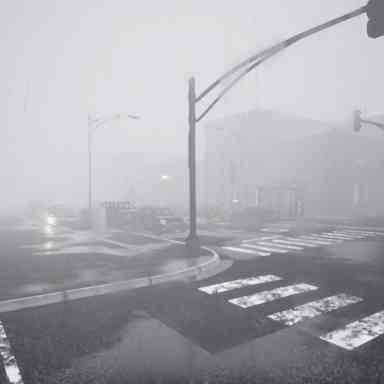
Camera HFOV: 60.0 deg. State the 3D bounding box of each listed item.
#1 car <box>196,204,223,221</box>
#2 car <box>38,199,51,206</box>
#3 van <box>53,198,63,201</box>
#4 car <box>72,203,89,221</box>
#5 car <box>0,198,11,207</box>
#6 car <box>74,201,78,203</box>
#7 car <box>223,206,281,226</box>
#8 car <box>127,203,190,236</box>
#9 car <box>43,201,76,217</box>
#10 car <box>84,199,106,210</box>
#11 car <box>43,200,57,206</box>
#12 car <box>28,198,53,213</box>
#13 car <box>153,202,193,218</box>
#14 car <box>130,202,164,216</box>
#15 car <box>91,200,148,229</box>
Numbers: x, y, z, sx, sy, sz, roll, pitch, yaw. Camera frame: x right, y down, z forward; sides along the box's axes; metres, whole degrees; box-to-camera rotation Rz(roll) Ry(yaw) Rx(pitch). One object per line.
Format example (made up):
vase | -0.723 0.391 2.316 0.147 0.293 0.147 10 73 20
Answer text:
car | 1.276 1.753 29.903 1.752 1.417 4.829 -1 0 -36
car | -35.549 2.495 80.018 1.752 1.417 4.829 -1 0 -36
van | -28.758 2.173 70.769 1.690 1.788 3.998 -1 0 -36
car | -8.714 1.918 29.403 2.008 1.369 4.403 -1 0 -36
car | -42.232 2.358 74.936 2.192 1.841 5.009 -1 0 -36
car | -22.057 2.279 61.657 1.802 1.307 4.206 -1 0 -36
car | 4.726 1.724 25.210 1.947 1.339 4.313 -1 0 -36
car | -2.020 1.673 20.292 1.967 1.590 4.097 -1 0 -36
car | -15.410 2.053 38.515 2.008 1.369 4.403 -1 0 -36
car | -15.365 2.002 52.545 1.967 1.590 4.097 -1 0 -36
car | -32.100 2.444 75.325 1.887 1.381 4.507 -1 0 -36
car | -22.111 1.952 47.626 2.192 1.841 5.009 -1 0 -36
car | -2.072 1.820 34.459 1.752 1.417 4.829 -1 0 -36
car | -5.319 1.911 38.878 2.008 1.369 4.403 -1 0 -36
car | -5.372 1.615 24.847 2.192 1.841 5.009 -1 0 -36
